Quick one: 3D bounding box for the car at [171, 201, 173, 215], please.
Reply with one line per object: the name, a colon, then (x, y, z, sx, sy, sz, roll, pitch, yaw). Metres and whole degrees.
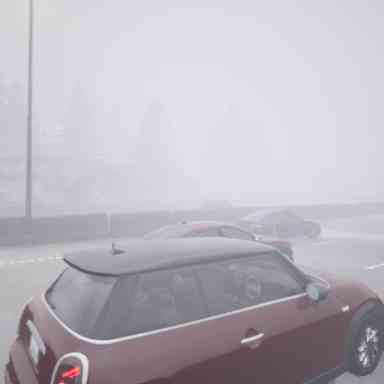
car: (0.630, 1.492, 30.228, 4.181, 1.385, 1.994, 0, 0, -35)

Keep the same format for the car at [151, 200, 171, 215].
car: (-1.451, 1.493, 33.041, 4.181, 1.385, 1.994, 0, 0, -35)

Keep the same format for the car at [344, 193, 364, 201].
car: (29.186, 0.889, 59.070, 5.357, 1.411, 2.033, -2, 1, -35)

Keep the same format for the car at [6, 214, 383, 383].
car: (0.398, 1.348, 4.041, 4.553, 1.767, 2.097, 0, 0, -35)

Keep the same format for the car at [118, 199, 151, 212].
car: (-4.980, 1.489, 34.828, 5.357, 1.411, 2.033, 0, 0, -35)

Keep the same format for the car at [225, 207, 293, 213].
car: (3.887, 1.492, 15.132, 4.674, 1.442, 1.812, 0, 0, -36)

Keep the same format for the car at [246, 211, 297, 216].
car: (0.496, 1.469, 8.403, 5.008, 1.535, 1.882, 0, 0, -35)

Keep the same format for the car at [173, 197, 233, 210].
car: (1.176, 1.293, 26.320, 4.553, 1.767, 2.097, 0, 0, -35)

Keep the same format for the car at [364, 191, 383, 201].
car: (32.172, 0.670, 56.913, 4.553, 1.767, 2.097, -1, 1, -35)
